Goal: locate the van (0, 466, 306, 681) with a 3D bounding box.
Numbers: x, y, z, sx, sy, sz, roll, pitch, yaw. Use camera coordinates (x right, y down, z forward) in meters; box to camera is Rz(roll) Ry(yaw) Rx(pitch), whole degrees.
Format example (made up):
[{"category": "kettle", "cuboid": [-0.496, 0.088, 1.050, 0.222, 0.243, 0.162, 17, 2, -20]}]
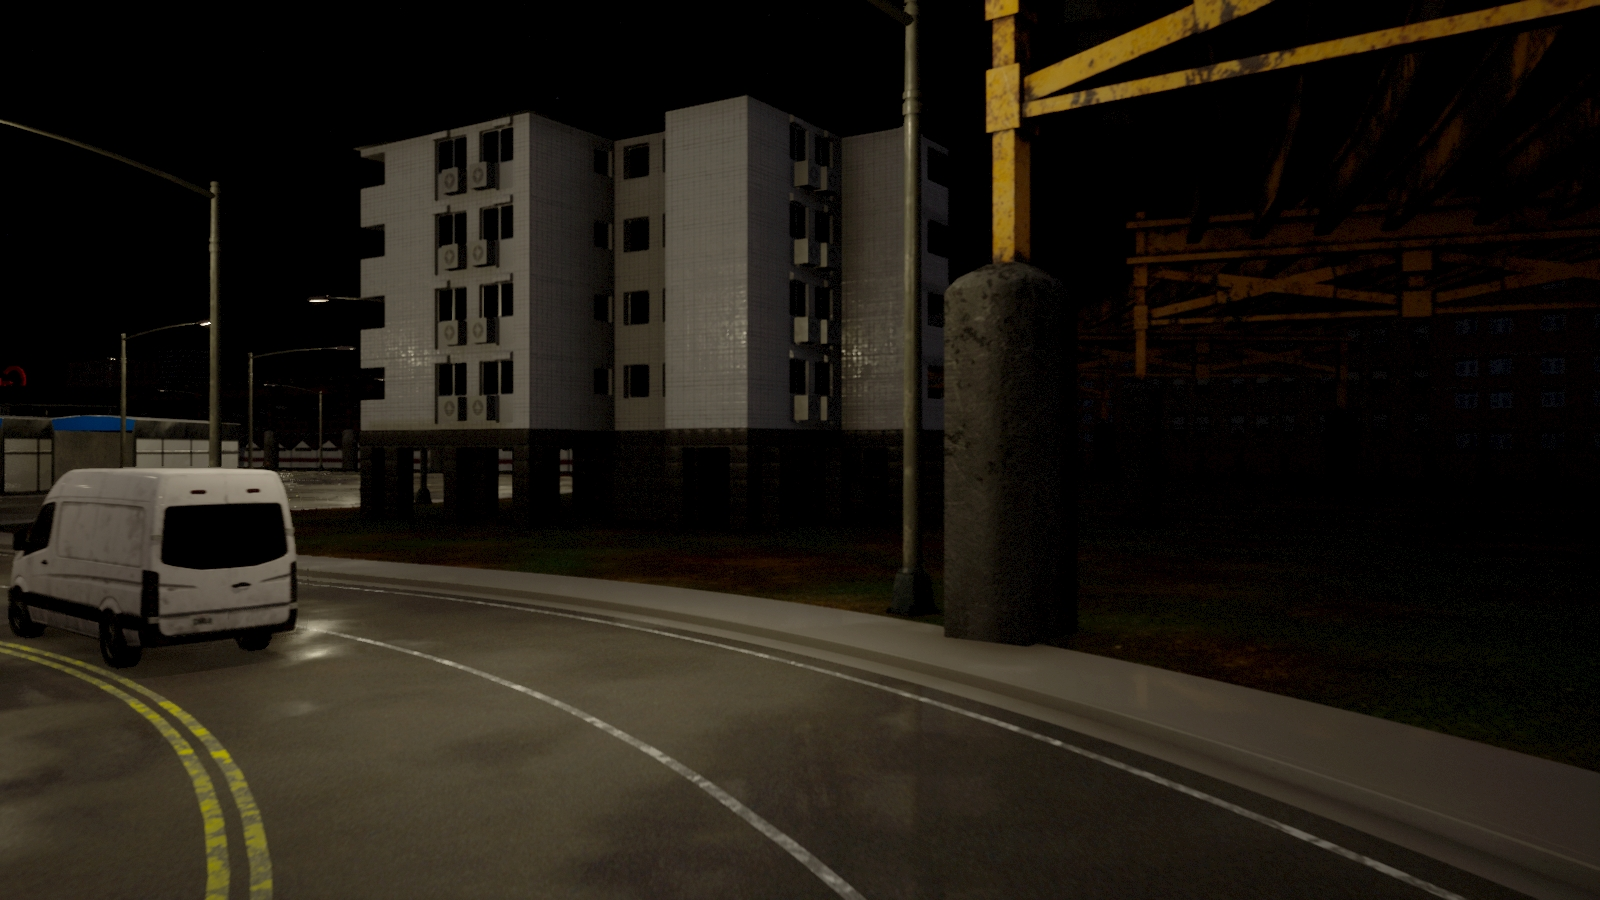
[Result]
[{"category": "van", "cuboid": [-9.573, 1.538, 16.574, 5.915, 2.561, 1.988, 0, 0, 40]}]
